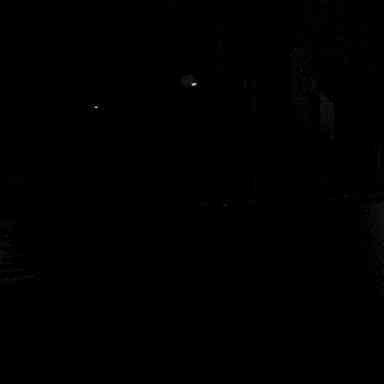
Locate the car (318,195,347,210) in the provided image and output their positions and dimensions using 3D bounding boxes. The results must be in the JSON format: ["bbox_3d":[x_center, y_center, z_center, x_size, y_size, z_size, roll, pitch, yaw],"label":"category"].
[{"bbox_3d":[17.193,1.377,40.763,1.887,1.381,4.507,0,0,35],"label":"car"}]

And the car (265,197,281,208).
[{"bbox_3d":[10.092,1.426,45.481,1.752,1.417,4.829,0,0,35],"label":"car"}]

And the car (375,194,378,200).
[{"bbox_3d":[36.552,1.303,68.717,1.752,1.417,4.829,-1,0,35],"label":"car"}]

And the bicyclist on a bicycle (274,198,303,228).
[{"bbox_3d":[5.304,1.177,18.392,1.656,1.620,0.582,-1,0,35],"label":"bicyclist on a bicycle"}]

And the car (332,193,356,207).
[{"bbox_3d":[20.403,1.137,45.400,2.192,1.841,5.009,0,0,35],"label":"car"}]

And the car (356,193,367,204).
[{"bbox_3d":[26.823,1.118,54.671,2.192,1.841,5.009,0,0,35],"label":"car"}]

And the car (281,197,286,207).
[{"bbox_3d":[13.399,1.455,50.258,1.947,1.339,4.313,0,0,35],"label":"car"}]

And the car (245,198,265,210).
[{"bbox_3d":[6.978,1.494,40.985,1.802,1.307,4.206,0,0,35],"label":"car"}]

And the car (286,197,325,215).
[{"bbox_3d":[10.773,1.424,31.491,1.947,1.339,4.313,0,0,35],"label":"car"}]

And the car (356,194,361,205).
[{"bbox_3d":[23.614,1.378,50.034,1.947,1.339,4.313,0,0,35],"label":"car"}]

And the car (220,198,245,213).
[{"bbox_3d":[3.766,1.366,36.348,1.967,1.590,4.097,0,0,35],"label":"car"}]

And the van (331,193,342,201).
[{"bbox_3d":[35.872,1.186,82.713,1.690,1.788,3.998,-1,0,35],"label":"van"}]

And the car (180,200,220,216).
[{"bbox_3d":[0.557,1.524,31.713,1.802,1.307,4.206,0,0,35],"label":"car"}]

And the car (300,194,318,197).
[{"bbox_3d":[15.882,1.342,43.383,2.128,1.511,4.902,-1,0,35],"label":"car"}]

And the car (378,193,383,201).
[{"bbox_3d":[42.875,1.359,77.848,1.802,1.307,4.206,-1,0,35],"label":"car"}]

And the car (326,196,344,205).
[{"bbox_3d":[23.194,1.354,53.943,1.812,1.442,4.674,-1,0,35],"label":"car"}]

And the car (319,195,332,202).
[{"bbox_3d":[29.453,1.427,73.439,1.802,1.307,4.206,0,0,35],"label":"car"}]

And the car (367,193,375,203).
[{"bbox_3d":[33.244,1.100,63.943,2.192,1.841,5.009,0,0,35],"label":"car"}]

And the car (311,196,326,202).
[{"bbox_3d":[26.243,1.418,68.804,1.947,1.339,4.313,0,0,35],"label":"car"}]
